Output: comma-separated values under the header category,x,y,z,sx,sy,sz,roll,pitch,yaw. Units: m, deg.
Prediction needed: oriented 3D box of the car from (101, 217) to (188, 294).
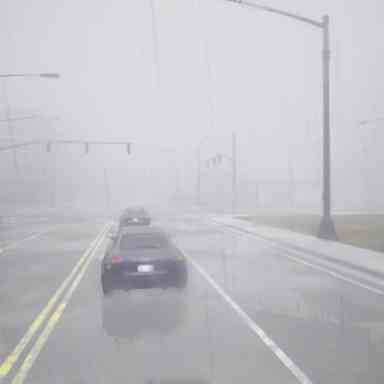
category,x,y,z,sx,sy,sz,roll,pitch,yaw
car,-1.365,1.610,9.089,1.994,1.385,4.181,0,0,-11

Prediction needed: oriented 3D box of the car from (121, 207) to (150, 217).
category,x,y,z,sx,sy,sz,roll,pitch,yaw
car,-3.810,1.678,22.263,1.994,1.385,4.181,0,0,-11
